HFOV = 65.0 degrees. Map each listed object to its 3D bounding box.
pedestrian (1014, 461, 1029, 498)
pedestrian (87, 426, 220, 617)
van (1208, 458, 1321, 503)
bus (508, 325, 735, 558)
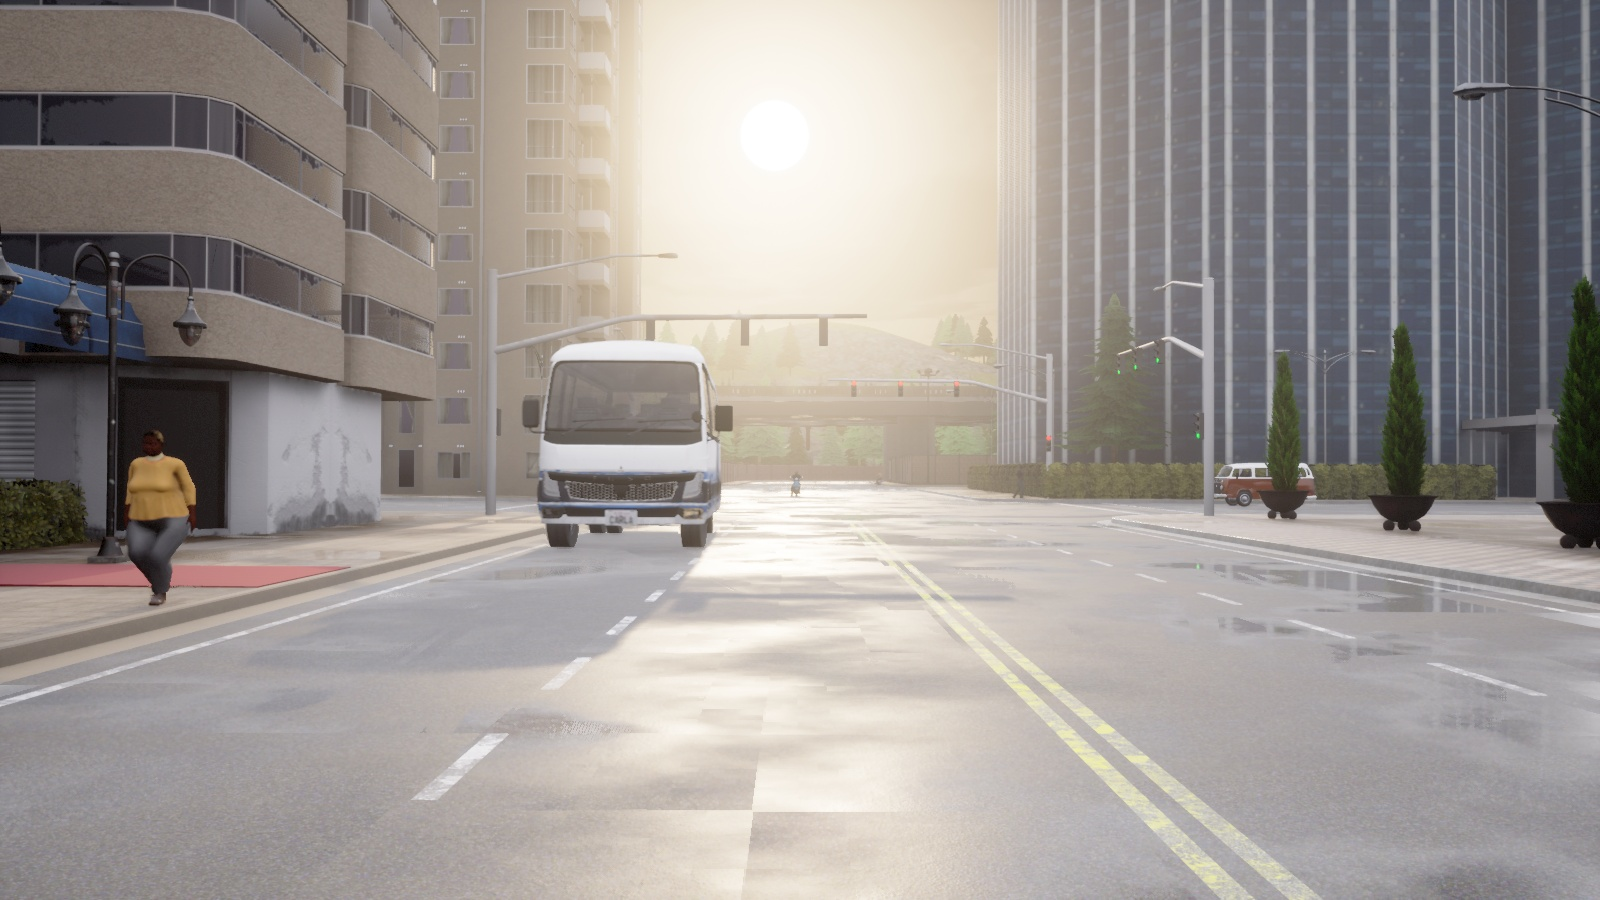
[{"bbox_3d":[11.530,1.516,65.434,0.666,1.930,0.402,-1,-1,45],"label":"pedestrian"},{"bbox_3d":[-6.522,0.704,12.719,0.874,1.855,0.900,0,-1,1],"label":"pedestrian"},{"bbox_3d":[21.638,1.433,58.627,4.480,2.038,2.069,0,-1,-1],"label":"van"},{"bbox_3d":[-3.536,-0.076,28.165,3.944,4.253,10.273,0,-1,-2],"label":"bus"}]
